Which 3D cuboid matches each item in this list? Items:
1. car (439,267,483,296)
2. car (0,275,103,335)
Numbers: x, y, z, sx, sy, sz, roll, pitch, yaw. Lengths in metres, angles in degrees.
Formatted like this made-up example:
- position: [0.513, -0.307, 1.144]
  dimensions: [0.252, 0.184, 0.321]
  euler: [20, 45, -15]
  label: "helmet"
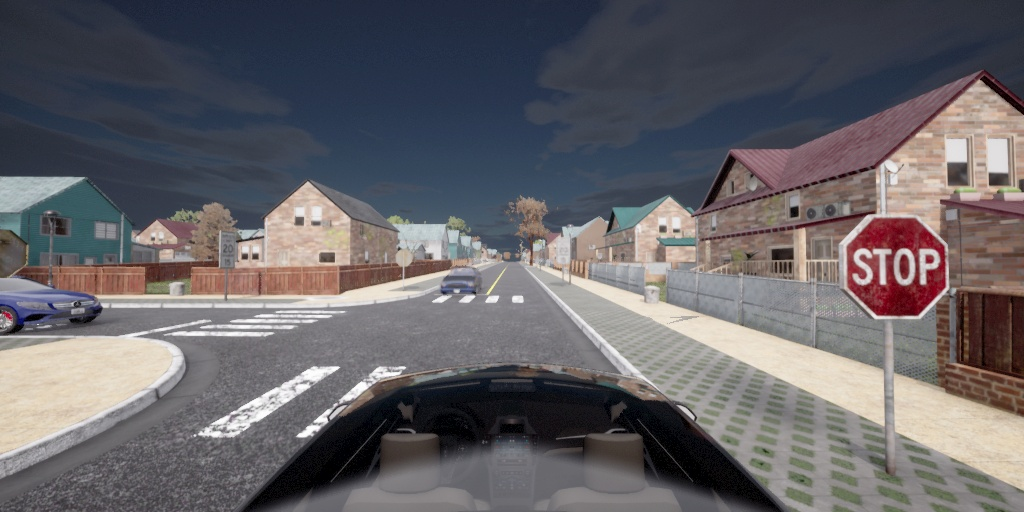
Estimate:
- position: [-2.657, 1.319, 19.984]
  dimensions: [2.033, 1.411, 5.357]
  euler: [0, 0, 0]
  label: "car"
- position: [-13.925, 1.204, 9.506]
  dimensions: [4.674, 1.442, 1.812]
  euler: [0, -1, -2]
  label: "car"
